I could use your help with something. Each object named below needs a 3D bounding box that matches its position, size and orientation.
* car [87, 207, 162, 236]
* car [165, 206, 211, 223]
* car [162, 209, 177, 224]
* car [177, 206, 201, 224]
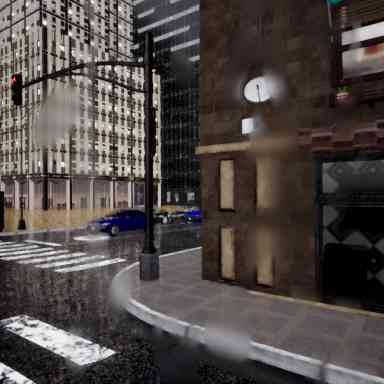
[{"bbox_3d":[-4.172,1.773,20.247,1.812,1.442,4.674,-1,-1,33],"label":"car"},{"bbox_3d":[-0.324,1.974,30.481,2.008,1.369,4.403,-2,-2,35],"label":"car"},{"bbox_3d":[-3.526,1.893,25.924,2.008,1.369,4.403,-2,-2,35],"label":"car"},{"bbox_3d":[1.247,1.862,27.965,1.882,1.535,5.008,-1,-1,35],"label":"car"}]
